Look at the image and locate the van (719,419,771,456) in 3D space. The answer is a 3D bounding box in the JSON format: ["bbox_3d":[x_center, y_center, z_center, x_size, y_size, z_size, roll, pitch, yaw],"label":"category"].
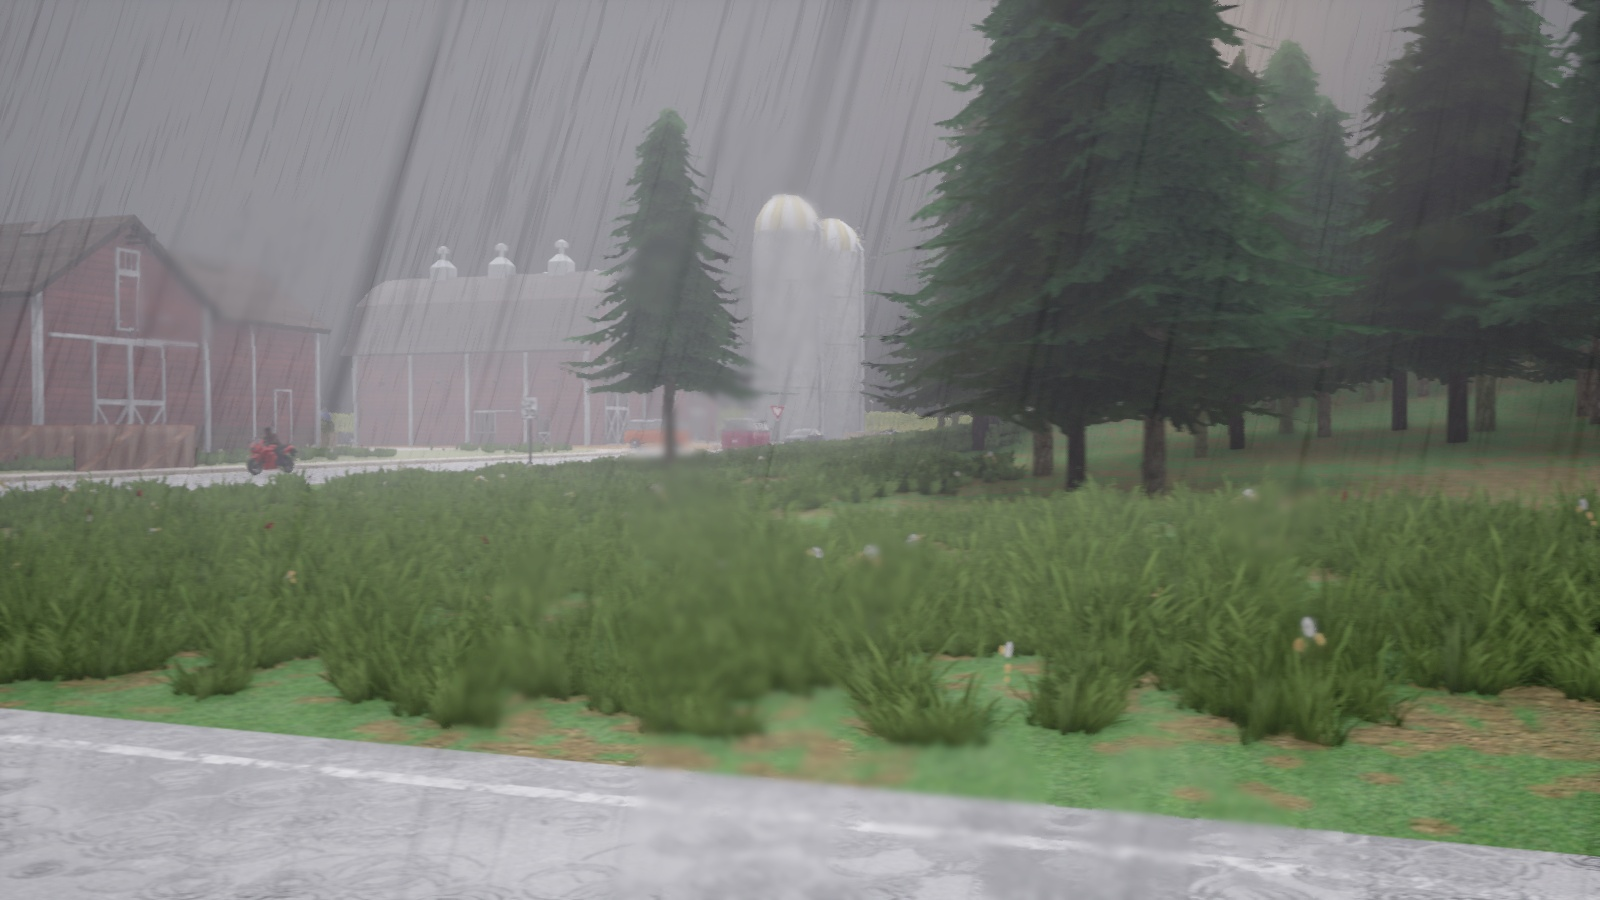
[{"bbox_3d":[-3.034,-0.753,70.401,1.775,1.987,4.442,1,2,13],"label":"van"}]

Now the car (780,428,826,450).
[{"bbox_3d":[0.238,-0.805,90.335,1.837,1.490,4.892,1,1,19],"label":"car"}]

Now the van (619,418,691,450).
[{"bbox_3d":[-9.500,-1.055,82.531,4.442,1.987,1.775,1,1,3],"label":"van"}]

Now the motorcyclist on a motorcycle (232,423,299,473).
[{"bbox_3d":[-16.883,-0.082,39.707,0.797,1.523,2.044,1,1,19],"label":"motorcyclist on a motorcycle"}]
